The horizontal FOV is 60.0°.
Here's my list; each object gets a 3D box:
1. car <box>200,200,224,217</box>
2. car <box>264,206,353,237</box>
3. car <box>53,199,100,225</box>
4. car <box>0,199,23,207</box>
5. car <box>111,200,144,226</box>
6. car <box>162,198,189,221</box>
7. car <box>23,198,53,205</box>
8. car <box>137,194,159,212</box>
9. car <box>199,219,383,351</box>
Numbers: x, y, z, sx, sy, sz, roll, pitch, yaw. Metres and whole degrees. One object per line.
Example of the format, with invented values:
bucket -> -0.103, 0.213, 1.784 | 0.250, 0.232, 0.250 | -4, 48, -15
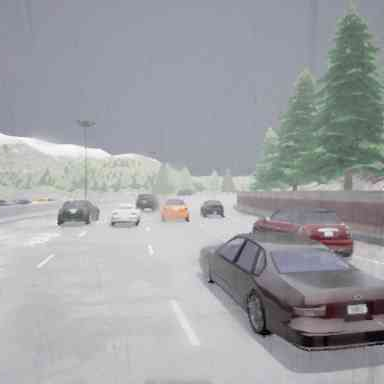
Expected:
car -> 1.877, 1.539, 31.280 | 1.837, 1.490, 4.892 | 0, 0, -3
car -> 3.978, 1.370, 12.743 | 2.097, 1.767, 4.553 | 0, 0, -11
car -> -8.166, 1.368, 24.361 | 2.097, 1.767, 4.553 | 0, 0, -5
car -> -22.769, 1.567, 43.628 | 2.033, 1.411, 5.357 | 0, 0, 3
car -> -4.612, 1.545, 23.714 | 1.812, 1.442, 4.674 | 0, 0, -6
car -> -1.401, 1.379, 27.425 | 2.097, 1.767, 4.553 | 0, 0, -4
car -> -19.287, 1.502, 43.115 | 1.882, 1.535, 5.008 | 0, 0, 3
car -> -5.196, 1.256, 39.479 | 2.150, 2.045, 5.566 | 0, 0, 1
car -> 1.591, 1.556, 6.734 | 2.033, 1.411, 5.357 | 0, 0, -12
